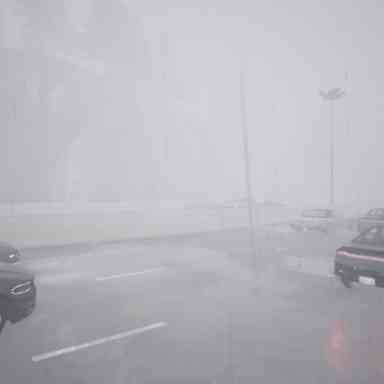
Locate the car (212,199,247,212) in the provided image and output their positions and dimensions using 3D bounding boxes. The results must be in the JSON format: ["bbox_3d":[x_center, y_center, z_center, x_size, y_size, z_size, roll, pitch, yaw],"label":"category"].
[{"bbox_3d":[4.560,1.626,40.165,4.181,1.385,1.994,0,0,-44],"label":"car"}]

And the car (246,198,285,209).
[{"bbox_3d":[7.781,1.612,33.574,4.181,1.385,1.994,0,0,-44],"label":"car"}]

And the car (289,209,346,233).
[{"bbox_3d":[7.597,1.624,18.922,4.718,1.301,1.895,0,0,-41],"label":"car"}]

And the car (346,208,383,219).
[{"bbox_3d":[9.846,1.508,16.280,4.902,1.511,2.128,0,0,-41],"label":"car"}]

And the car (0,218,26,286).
[{"bbox_3d":[-6.693,1.525,7.675,4.892,1.490,1.837,0,0,-35],"label":"car"}]

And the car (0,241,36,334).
[{"bbox_3d":[-4.919,1.491,4.646,5.008,1.535,1.882,0,0,-35],"label":"car"}]

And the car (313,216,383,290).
[{"bbox_3d":[5.284,1.499,7.933,4.902,1.511,2.128,0,0,-38],"label":"car"}]

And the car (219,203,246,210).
[{"bbox_3d":[5.365,1.405,36.107,4.553,1.767,2.097,0,0,-44],"label":"car"}]
